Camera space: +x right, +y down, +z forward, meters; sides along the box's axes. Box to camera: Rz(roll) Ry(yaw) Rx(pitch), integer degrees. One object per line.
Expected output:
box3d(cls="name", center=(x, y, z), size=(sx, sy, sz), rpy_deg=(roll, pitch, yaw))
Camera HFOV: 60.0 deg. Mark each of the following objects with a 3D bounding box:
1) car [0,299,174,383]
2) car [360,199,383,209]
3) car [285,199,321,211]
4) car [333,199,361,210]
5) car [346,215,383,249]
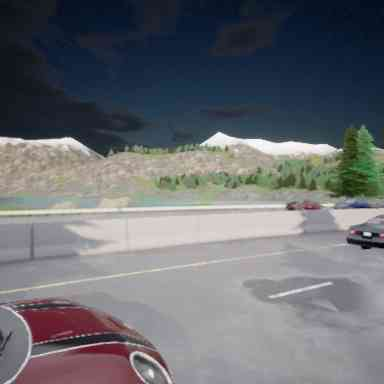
box3d(cls="car", center=(-2.278, 1.341, 2.011), size=(4.553, 1.767, 2.097), rpy_deg=(0, 0, -36))
box3d(cls="car", center=(20.487, 1.532, 34.404), size=(5.357, 1.411, 2.033), rpy_deg=(0, 0, -22))
box3d(cls="car", center=(13.006, 1.522, 38.811), size=(4.181, 1.385, 1.994), rpy_deg=(0, 0, -23))
box3d(cls="car", center=(18.006, 1.499, 37.131), size=(4.674, 1.442, 1.812), rpy_deg=(0, 0, -22))
box3d(cls="car", center=(8.381, 1.542, 12.978), size=(5.357, 1.411, 2.033), rpy_deg=(0, 0, -29))
